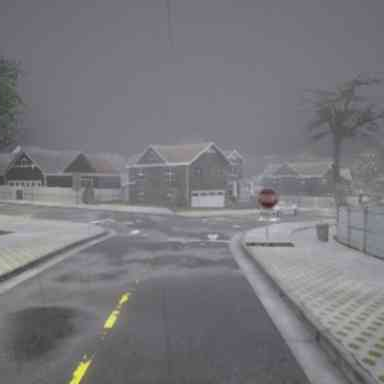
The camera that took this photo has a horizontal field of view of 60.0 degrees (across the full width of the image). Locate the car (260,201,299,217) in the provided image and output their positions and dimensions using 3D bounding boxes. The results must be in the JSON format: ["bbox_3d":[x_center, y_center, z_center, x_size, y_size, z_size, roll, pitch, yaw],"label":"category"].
[{"bbox_3d":[8.288,1.546,31.247,4.674,1.442,1.812,1,1,-43],"label":"car"}]

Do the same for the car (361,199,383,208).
[{"bbox_3d":[25.865,1.742,47.662,4.902,1.511,2.128,1,1,-43],"label":"car"}]
